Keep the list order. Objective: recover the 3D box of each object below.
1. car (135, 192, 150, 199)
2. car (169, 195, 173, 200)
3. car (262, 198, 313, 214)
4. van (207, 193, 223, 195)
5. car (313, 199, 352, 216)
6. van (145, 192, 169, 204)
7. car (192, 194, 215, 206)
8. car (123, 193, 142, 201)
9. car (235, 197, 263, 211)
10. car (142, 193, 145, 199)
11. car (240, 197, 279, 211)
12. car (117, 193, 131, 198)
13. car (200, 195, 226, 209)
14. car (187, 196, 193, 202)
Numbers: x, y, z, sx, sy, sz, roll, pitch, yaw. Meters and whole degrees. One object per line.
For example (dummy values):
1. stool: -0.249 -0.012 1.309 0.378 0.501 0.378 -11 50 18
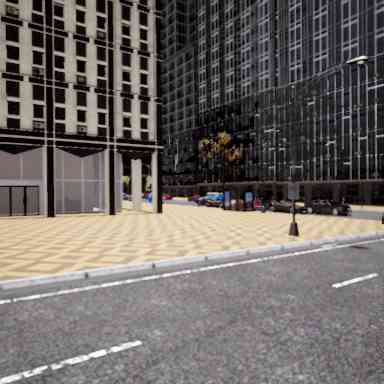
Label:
1. car: -12.134 0.908 81.606 1.967 1.590 4.097 0 1 -35
2. car: -5.687 1.156 72.246 1.802 1.307 4.206 0 1 -35
3. car: 9.869 1.587 34.653 1.947 1.339 4.313 0 1 -35
4. van: 3.984 1.072 58.200 1.690 1.788 3.998 0 1 -35
5. car: 13.730 1.523 33.829 1.837 1.490 4.892 -1 1 -35
6. van: -6.141 1.107 58.129 1.690 1.788 3.998 0 1 -35
7. car: 2.557 1.444 50.070 1.895 1.301 4.718 -1 1 -34
8. car: -12.589 1.211 67.493 2.008 1.369 4.403 0 1 -35
9. car: 6.659 1.553 39.346 1.802 1.307 4.206 0 1 -35
10. car: -8.910 0.836 76.924 2.192 1.841 5.009 0 1 -35
11. car: 8.388 1.440 41.587 1.837 1.490 4.892 -1 1 -34
12. car: -18.581 0.913 90.968 2.008 1.369 4.403 0 1 -35
13. car: 3.484 1.485 44.059 1.947 1.339 4.313 0 1 -35
14. car: 0.760 1.261 62.883 1.802 1.307 4.206 0 1 -35
